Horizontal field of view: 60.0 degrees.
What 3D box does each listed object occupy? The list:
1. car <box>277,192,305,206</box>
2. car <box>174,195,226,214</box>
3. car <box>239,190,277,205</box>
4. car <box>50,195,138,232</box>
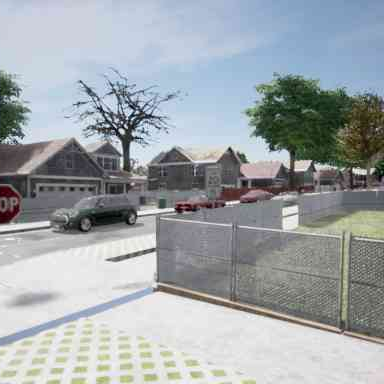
[{"bbox_3d":[9.986,0.630,33.603,1.895,1.301,4.718,0,2,35],"label":"car"},{"bbox_3d":[0.659,0.950,25.517,1.895,1.301,4.718,0,2,35],"label":"car"},{"bbox_3d":[6.576,0.547,33.869,1.882,1.535,5.008,0,2,35],"label":"car"},{"bbox_3d":[-5.043,0.973,17.444,2.097,1.767,4.553,0,2,35],"label":"car"}]
